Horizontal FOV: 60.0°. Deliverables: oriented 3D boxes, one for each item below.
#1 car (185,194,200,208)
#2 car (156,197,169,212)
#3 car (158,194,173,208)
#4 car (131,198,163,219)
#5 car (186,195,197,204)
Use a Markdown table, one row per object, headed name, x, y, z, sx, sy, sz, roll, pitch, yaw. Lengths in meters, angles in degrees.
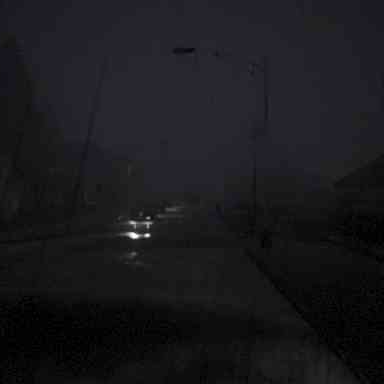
| name | x | y | z | sx | sy | sz | roll | pitch | yaw |
| --- | --- | --- | --- | --- | --- | --- | --- | --- | --- |
| car | 0.098 | 1.318 | 51.579 | 2.150 | 2.045 | 5.566 | 0 | 0 | 0 |
| car | -4.095 | 1.599 | 39.209 | 1.812 | 1.442 | 4.674 | 0 | 0 | 0 |
| car | -4.074 | 1.314 | 49.658 | 2.150 | 2.045 | 5.566 | 0 | 0 | 0 |
| car | -4.103 | 1.546 | 29.205 | 2.128 | 1.511 | 4.902 | 0 | 0 | 0 |
| car | -0.007 | 1.474 | 65.889 | 2.097 | 1.767 | 4.553 | 0 | 0 | 0 |
